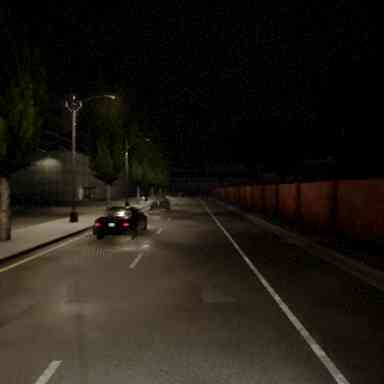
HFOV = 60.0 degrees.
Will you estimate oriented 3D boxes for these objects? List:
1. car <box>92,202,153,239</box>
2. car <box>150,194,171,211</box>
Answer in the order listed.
[{"bbox_3d":[-3.398,1.421,16.586,2.033,1.411,5.357,0,0,0],"label":"car"},{"bbox_3d":[-3.396,1.272,36.329,2.033,1.411,5.357,0,0,0],"label":"car"}]
